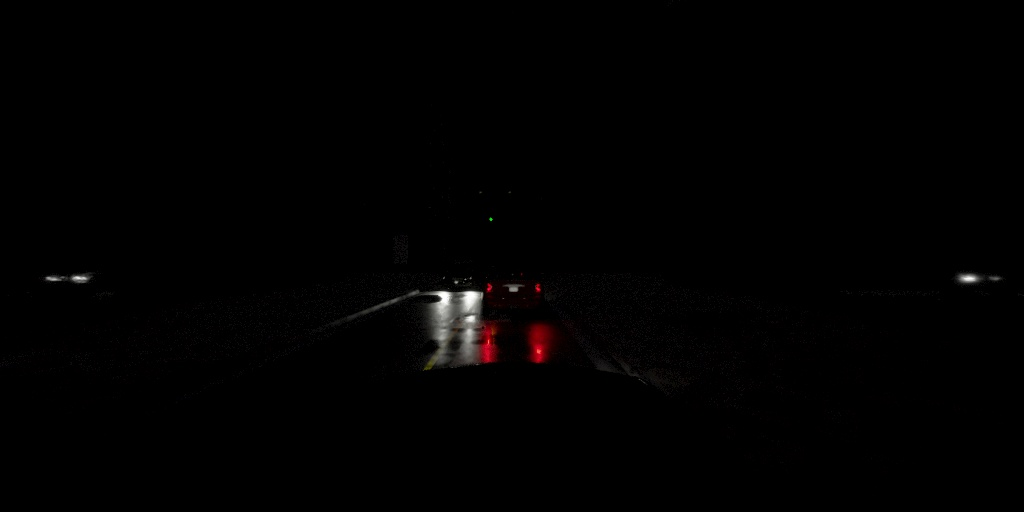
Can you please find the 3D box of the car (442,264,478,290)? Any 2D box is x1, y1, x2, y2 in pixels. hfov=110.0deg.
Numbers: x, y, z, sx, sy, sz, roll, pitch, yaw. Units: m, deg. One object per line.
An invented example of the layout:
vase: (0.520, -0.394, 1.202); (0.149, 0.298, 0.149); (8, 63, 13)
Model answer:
car: (-3.077, 1.233, 22.297); (1.837, 1.490, 4.892); (0, 0, 0)

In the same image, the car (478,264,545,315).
car: (0.067, 1.088, 13.652); (2.097, 1.767, 4.553); (0, 0, 0)
